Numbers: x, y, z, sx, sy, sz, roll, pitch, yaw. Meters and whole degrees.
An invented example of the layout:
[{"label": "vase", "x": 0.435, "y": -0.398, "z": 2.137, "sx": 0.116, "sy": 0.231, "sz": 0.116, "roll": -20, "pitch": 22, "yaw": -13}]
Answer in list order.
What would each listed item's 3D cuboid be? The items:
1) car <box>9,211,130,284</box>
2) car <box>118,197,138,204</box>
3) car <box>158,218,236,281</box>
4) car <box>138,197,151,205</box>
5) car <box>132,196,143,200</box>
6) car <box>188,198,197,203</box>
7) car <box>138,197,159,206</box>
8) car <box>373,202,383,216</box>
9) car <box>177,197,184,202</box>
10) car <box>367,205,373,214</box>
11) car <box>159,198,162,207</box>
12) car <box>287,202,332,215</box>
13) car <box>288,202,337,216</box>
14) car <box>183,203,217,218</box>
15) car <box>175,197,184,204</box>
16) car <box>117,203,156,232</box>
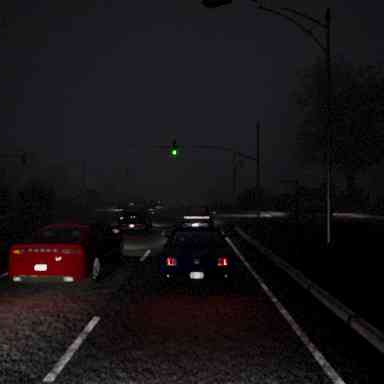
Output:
[{"label": "car", "x": -3.375, "y": 1.562, "z": 9.919, "sx": 1.882, "sy": 1.535, "sz": 5.008, "roll": 0, "pitch": 0, "yaw": 0}, {"label": "car", "x": -10.462, "y": 1.989, "z": 52.559, "sx": 2.033, "sy": 1.411, "sz": 5.357, "roll": 0, "pitch": 0, "yaw": 0}, {"label": "car", "x": 0.125, "y": 1.686, "z": 10.047, "sx": 1.895, "sy": 1.301, "sz": 4.718, "roll": 0, "pitch": 0, "yaw": 0}, {"label": "car", "x": -10.321, "y": 1.964, "z": 72.595, "sx": 2.097, "sy": 1.767, "sz": 4.553, "roll": 0, "pitch": 0, "yaw": 0}, {"label": "car", "x": -10.393, "y": 1.747, "z": 62.561, "sx": 2.150, "sy": 2.045, "sz": 5.566, "roll": 0, "pitch": 0, "yaw": 1}, {"label": "car", "x": 0.210, "y": 2.204, "z": 83.816, "sx": 1.837, "sy": 1.490, "sz": 4.892, "roll": 0, "pitch": 0, "yaw": 0}, {"label": "car", "x": -6.995, "y": 1.999, "z": 53.793, "sx": 2.033, "sy": 1.411, "sz": 5.357, "roll": 0, "pitch": 0, "yaw": -2}, {"label": "car", "x": 22.227, "y": 1.764, "z": 34.818, "sx": 5.008, "sy": 1.535, "sz": 1.882, "roll": 0, "pitch": 0, "yaw": 3}, {"label": "car", "x": -3.223, "y": 2.118, "z": 94.219, "sx": 1.882, "sy": 1.535, "sz": 5.008, "roll": 0, "pitch": 0, "yaw": 1}, {"label": "car", "x": 22.852, "y": 1.806, "z": 38.289, "sx": 4.902, "sy": 1.511, "sz": 2.128, "roll": 0, "pitch": 0, "yaw": 3}, {"label": "car", "x": -6.894, "y": 1.884, "z": 63.372, "sx": 2.097, "sy": 1.767, "sz": 4.553, "roll": 0, "pitch": 0, "yaw": 1}, {"label": "car", "x": 13.676, "y": 1.852, "z": 38.807, "sx": 4.674, "sy": 1.442, "sz": 1.812, "roll": 0, "pitch": 0, "yaw": 5}, {"label": "car", "x": 12.807, "y": 1.789, "z": 35.354, "sx": 4.902, "sy": 1.511, "sz": 2.128, "roll": 0, "pitch": 0, "yaw": 3}, {"label": "car", "x": 0.474, "y": 1.669, "z": 21.061, "sx": 2.128, "sy": 1.511, "sz": 4.902, "roll": 0, "pitch": 0, "yaw": 6}, {"label": "car", "x": -3.290, "y": 2.236, "z": 83.810, "sx": 2.033, "sy": 1.411, "sz": 5.357, "roll": 0, "pitch": 0, "yaw": 0}, {"label": "car", "x": -3.549, "y": 1.684, "z": 21.307, "sx": 1.837, "sy": 1.490, "sz": 4.892, "roll": 0, "pitch": 0, "yaw": -3}]
